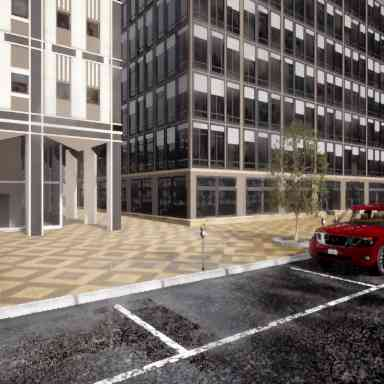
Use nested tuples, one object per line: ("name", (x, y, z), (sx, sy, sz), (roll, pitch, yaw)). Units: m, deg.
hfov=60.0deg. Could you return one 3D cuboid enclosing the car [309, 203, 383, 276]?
("car", (5.885, 1.314, 10.588), (5.009, 1.841, 2.192), (0, 0, -36))
